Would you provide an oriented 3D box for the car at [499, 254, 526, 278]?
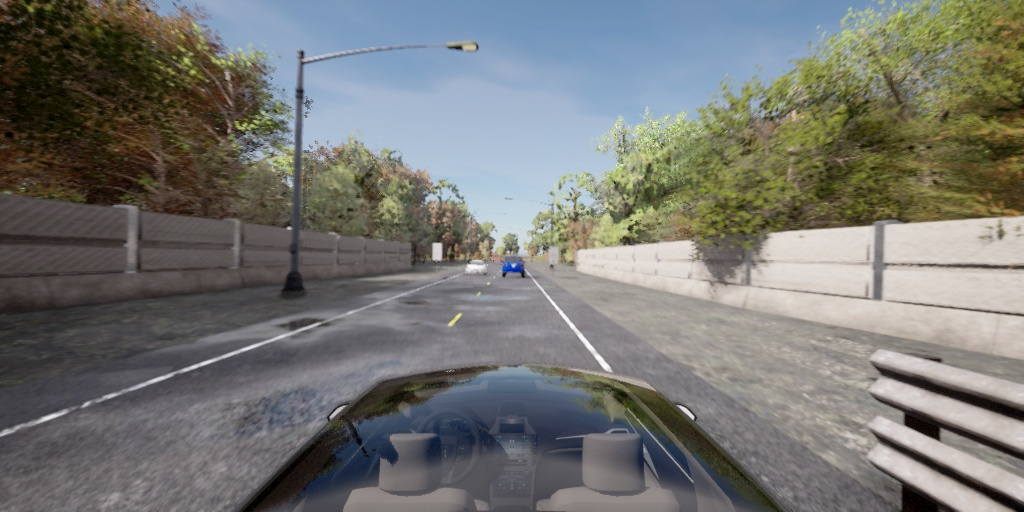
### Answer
[{"bbox_3d":[0.167,0.977,34.825,2.150,2.045,5.566,2,0,0],"label":"car"}]

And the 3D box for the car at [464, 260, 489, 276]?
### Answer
[{"bbox_3d":[-3.402,1.152,35.211,1.812,1.442,4.674,3,0,1],"label":"car"}]
